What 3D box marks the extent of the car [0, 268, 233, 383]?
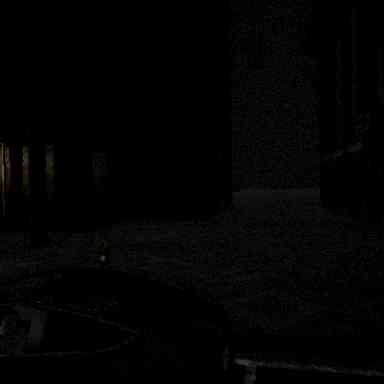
[{"bbox_3d":[-1.733,1.545,3.431,4.313,1.339,1.947,-1,1,12],"label":"car"}]
